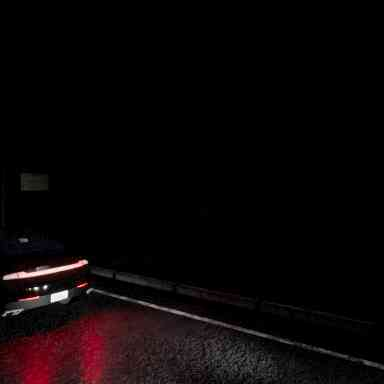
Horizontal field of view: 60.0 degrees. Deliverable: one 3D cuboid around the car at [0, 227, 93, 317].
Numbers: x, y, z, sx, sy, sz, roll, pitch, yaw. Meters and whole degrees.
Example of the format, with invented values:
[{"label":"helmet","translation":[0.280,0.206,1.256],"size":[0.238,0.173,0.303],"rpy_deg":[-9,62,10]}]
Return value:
[{"label":"car","translation":[-4.105,1.492,6.899],"size":[4.902,1.511,2.128],"rpy_deg":[0,0,37]}]
